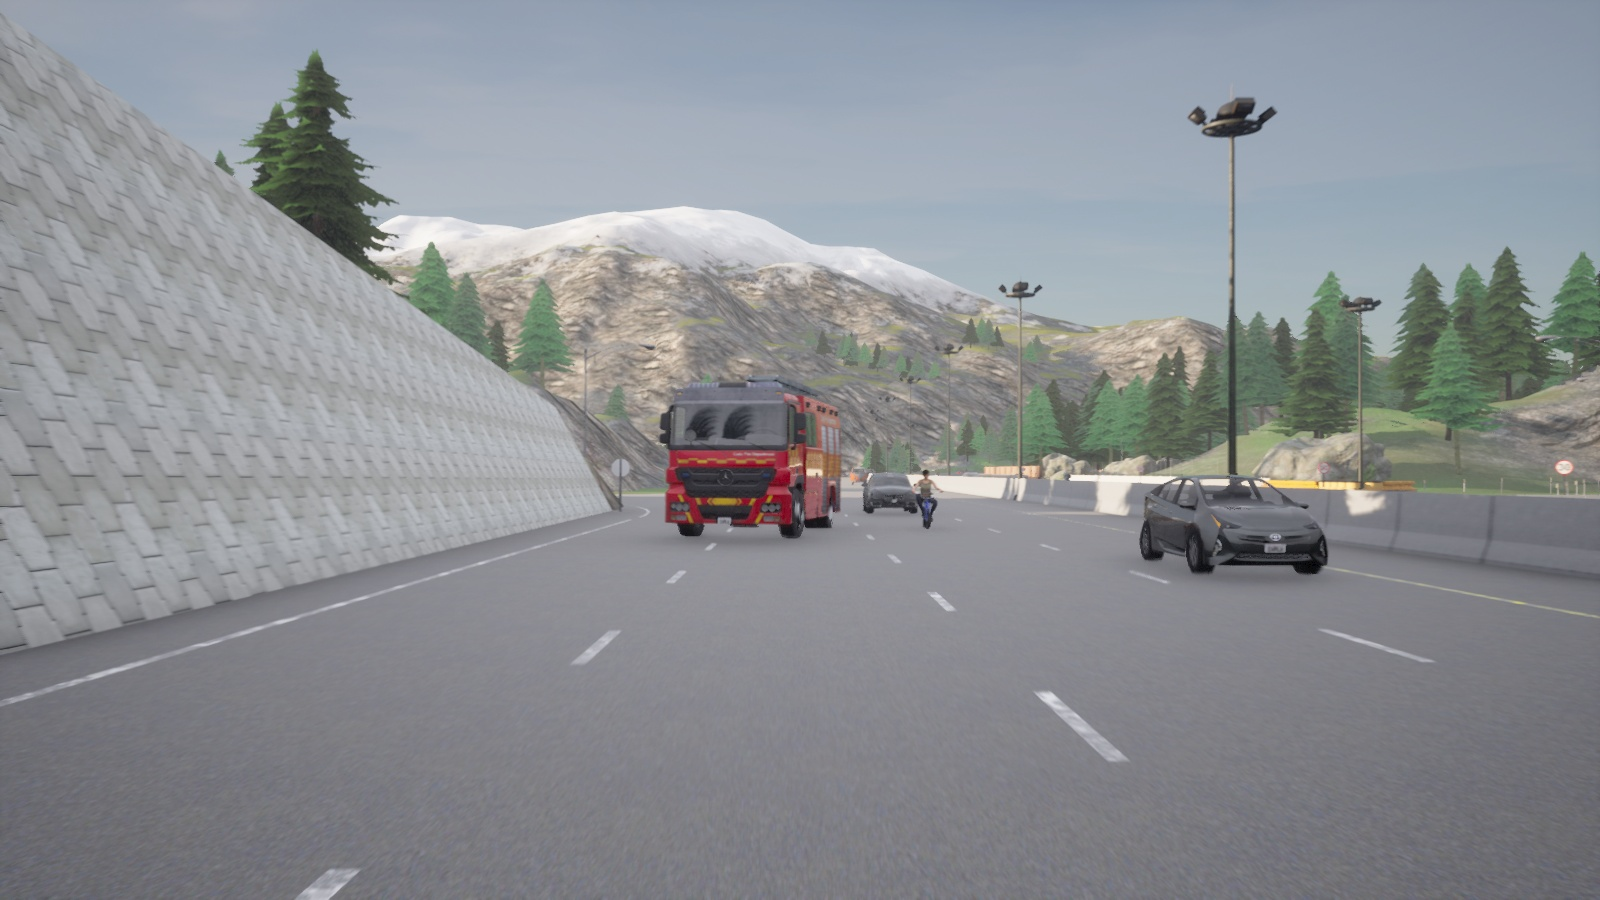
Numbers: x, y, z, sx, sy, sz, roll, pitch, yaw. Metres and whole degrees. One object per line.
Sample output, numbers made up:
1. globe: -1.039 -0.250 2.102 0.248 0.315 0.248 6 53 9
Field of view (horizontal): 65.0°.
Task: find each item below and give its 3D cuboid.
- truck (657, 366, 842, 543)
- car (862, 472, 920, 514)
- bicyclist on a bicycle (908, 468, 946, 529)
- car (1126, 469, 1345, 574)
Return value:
1. truck: -0.978 0.179 31.599 2.891 3.827 8.468 0 -1 10
2. car: 3.385 1.597 47.532 1.837 1.490 4.892 0 -1 0
3. bicyclist on a bicycle: 3.422 1.303 34.015 0.866 1.612 1.509 0 -1 0
4. car: 6.950 1.077 20.614 2.007 1.525 4.514 0 -1 0
